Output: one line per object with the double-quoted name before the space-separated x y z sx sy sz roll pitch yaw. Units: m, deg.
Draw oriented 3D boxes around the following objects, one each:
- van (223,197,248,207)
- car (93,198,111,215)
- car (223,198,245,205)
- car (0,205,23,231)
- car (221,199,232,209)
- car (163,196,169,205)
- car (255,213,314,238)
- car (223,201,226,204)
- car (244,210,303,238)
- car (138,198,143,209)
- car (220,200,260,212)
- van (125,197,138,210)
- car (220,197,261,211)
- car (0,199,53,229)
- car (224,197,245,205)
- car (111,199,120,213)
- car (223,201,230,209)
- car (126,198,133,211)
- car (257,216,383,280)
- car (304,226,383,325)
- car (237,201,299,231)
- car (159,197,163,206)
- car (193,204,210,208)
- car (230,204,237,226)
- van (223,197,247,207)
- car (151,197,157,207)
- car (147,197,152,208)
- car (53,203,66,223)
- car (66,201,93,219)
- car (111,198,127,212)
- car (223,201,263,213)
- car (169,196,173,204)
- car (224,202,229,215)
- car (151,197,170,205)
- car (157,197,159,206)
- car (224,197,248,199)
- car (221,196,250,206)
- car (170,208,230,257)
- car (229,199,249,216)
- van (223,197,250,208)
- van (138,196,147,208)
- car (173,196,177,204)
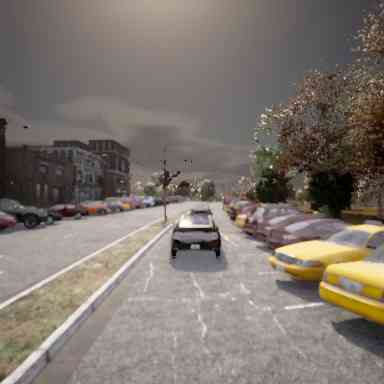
"van" 8.622 1.969 65.391 4.442 1.987 1.878 1 0 -15
"car" -11.989 1.796 38.036 4.553 1.767 2.185 -1 0 -16
"car" 9.823 2.200 77.272 4.553 1.767 2.185 1 -1 -15
"car" -13.069 1.753 19.936 4.674 1.452 2.002 -1 0 -18
"car" 6.318 1.907 38.777 5.008 1.535 2.097 1 -1 -15
"car" -8.700 2.072 74.024 5.566 2.045 2.435 -1 -1 -15
"car" 4.967 1.658 12.158 4.674 1.452 2.002 1 -1 -18
"car" 5.934 1.873 32.878 4.792 1.488 2.163 1 -1 -16
"car" 5.045 1.691 15.118 4.674 1.452 2.002 1 -1 -18
"car" -10.740 2.121 53.047 4.792 1.488 2.163 -1 0 -15
"car" 6.892 1.997 47.595 5.366 1.575 1.946 1 0 -15
"van" -10.882 1.831 50.094 4.442 1.987 1.878 -1 -1 -15
"car" 7.368 1.784 50.620 5.566 2.045 2.435 1 -1 -15
"car" -12.920 1.497 22.975 5.566 2.045 2.435 -1 -1 -18
"car" 10.168 2.233 80.243 4.553 1.767 2.185 1 0 -15
"car" -11.762 1.957 41.046 4.892 1.521 2.231 -1 0 -15
"car" 5.687 1.840 29.894 4.792 1.488 2.163 1 0 -16
"car" -11.440 2.024 47.003 5.366 1.575 1.946 -1 0 -15
"car" 4.734 1.580 9.133 5.366 1.575 1.946 1 0 -19
"car" 5.036 1.554 6.297 5.366 1.575 1.946 1 -1 -19
"car" 5.118 1.557 18.071 4.553 1.767 2.185 1 -1 -18
"car" -9.321 2.006 68.015 5.566 2.045 2.435 -1 0 -15
"car" 0.828 1.827 28.591 1.837 1.490 4.892 0 0 4
"car" 5.439 1.714 21.094 5.366 1.575 1.946 1 -1 -17
"van" 8.900 2.002 68.355 4.442 1.987 1.878 1 0 -15
"car" -9.890 1.940 62.034 5.566 2.045 2.435 -1 0 -15
"car" -10.149 2.158 59.051 5.008 1.535 2.097 -1 -1 -15
"car" -12.798 1.783 25.978 5.008 1.535 2.097 -1 -1 -17
"car" -12.432 1.852 32.005 5.008 1.535 2.097 -1 0 -17
"car" -11.534 1.990 44.056 5.008 1.535 2.097 -1 -1 -15
"car" 6.804 1.972 44.690 4.892 1.521 2.231 1 -1 -15
"car" -8.127 2.138 80.010 5.566 2.045 2.435 -1 -1 -15
"car" 5.540 1.778 26.953 5.008 1.535 2.097 1 -1 -17
"car" -7.827 2.297 82.990 4.553 1.767 2.185 -1 0 -14
"car" -9.579 2.224 65.034 5.008 1.535 2.097 -1 -1 -15
"car" 6.533 1.813 41.726 4.553 1.767 2.185 1 -1 -15
"car" 9.321 2.010 71.360 5.566 2.045 2.435 1 -1 -15
"car" 0.197 1.646 13.563 2.128 1.511 4.902 0 0 2
"car" 5.429 1.622 24.000 4.553 1.767 2.185 1 0 -17
"van" 8.343 1.937 62.426 4.442 1.987 1.878 1 0 -15
"van" -10.322 1.898 56.093 4.442 1.987 1.878 -1 -1 -15
"car" -7.270 2.490 88.981 5.008 1.535 2.097 -1 -1 -14
